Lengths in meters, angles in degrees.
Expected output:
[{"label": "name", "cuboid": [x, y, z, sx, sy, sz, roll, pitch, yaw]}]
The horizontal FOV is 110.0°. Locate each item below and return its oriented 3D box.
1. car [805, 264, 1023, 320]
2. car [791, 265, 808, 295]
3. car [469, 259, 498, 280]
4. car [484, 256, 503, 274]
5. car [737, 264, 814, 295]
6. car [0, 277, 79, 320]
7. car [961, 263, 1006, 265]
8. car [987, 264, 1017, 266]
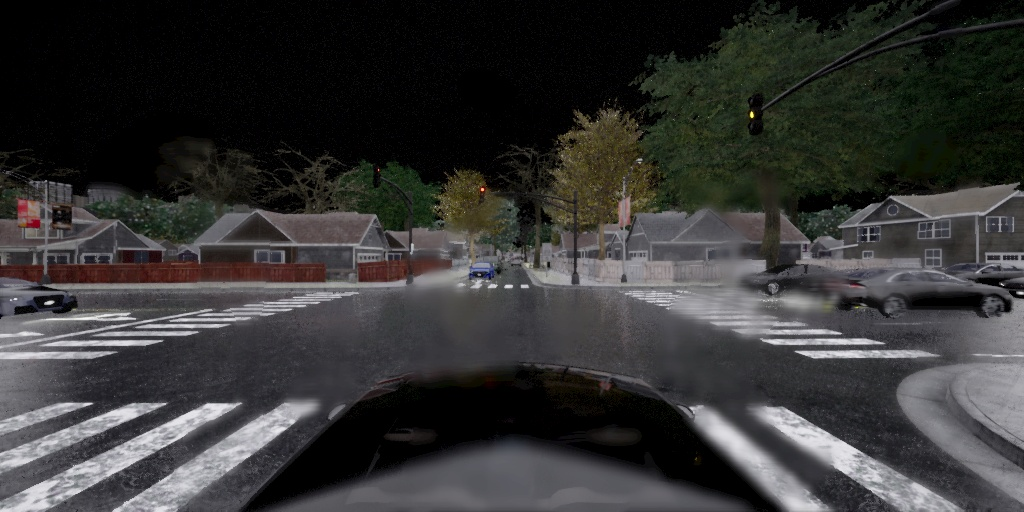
[{"label": "car", "cuboid": [12.959, 1.156, 11.661, 4.902, 1.511, 2.128, 0, 0, 1]}, {"label": "car", "cuboid": [14.716, 1.217, 15.082, 4.181, 1.385, 1.994, 0, 0, 1]}, {"label": "car", "cuboid": [-2.595, 1.241, 31.422, 1.882, 1.535, 5.008, 0, 0, 1]}, {"label": "car", "cuboid": [-2.401, 0.994, 41.658, 2.150, 2.045, 5.566, 0, 0, 1]}, {"label": "car", "cuboid": [14.262, 1.158, 18.330, 4.892, 1.490, 1.837, 0, 0, 2]}, {"label": "car", "cuboid": [-17.599, 1.410, 12.146, 4.181, 1.385, 1.994, 0, 0, 1]}, {"label": "car", "cuboid": [23.592, 1.093, 18.193, 4.902, 1.511, 2.128, 0, 0, 1]}, {"label": "car", "cuboid": [23.953, 1.149, 14.935, 5.357, 1.411, 2.033, 0, 0, 1]}]
